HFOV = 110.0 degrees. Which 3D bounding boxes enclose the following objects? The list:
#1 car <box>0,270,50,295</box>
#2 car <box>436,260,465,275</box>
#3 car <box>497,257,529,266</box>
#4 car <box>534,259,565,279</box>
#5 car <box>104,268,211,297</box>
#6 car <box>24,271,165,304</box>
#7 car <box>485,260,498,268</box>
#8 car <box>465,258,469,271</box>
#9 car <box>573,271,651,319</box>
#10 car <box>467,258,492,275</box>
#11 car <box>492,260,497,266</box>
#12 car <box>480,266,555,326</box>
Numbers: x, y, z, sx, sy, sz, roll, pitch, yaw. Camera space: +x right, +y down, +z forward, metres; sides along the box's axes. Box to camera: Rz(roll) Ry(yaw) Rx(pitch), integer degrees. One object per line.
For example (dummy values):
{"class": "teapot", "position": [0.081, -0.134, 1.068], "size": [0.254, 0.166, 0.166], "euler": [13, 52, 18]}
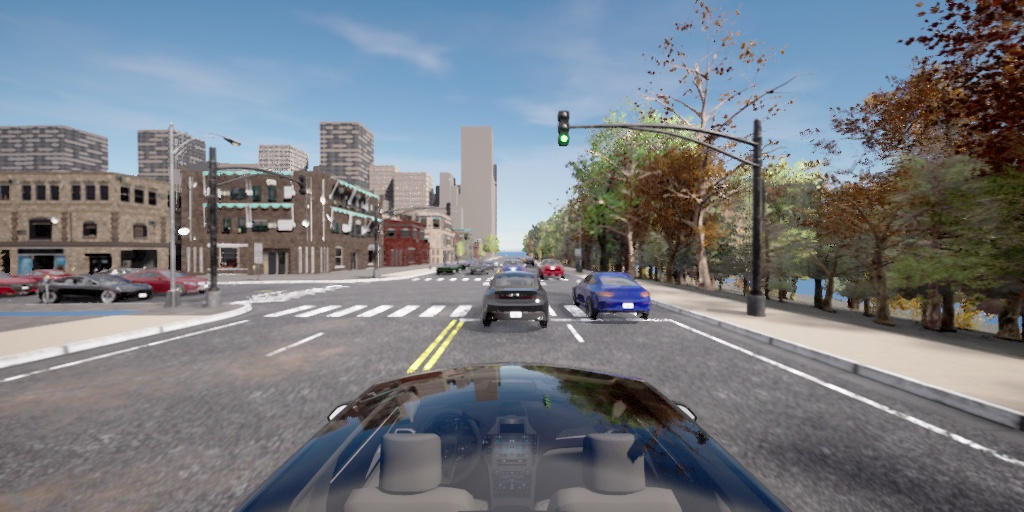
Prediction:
{"class": "car", "position": [-29.635, 1.539, 19.998], "size": [5.008, 1.535, 1.882], "euler": [-1, 1, 0]}
{"class": "car", "position": [-6.593, 1.300, 37.595], "size": [1.895, 1.301, 4.718], "euler": [0, 0, 3]}
{"class": "car", "position": [0.099, 1.063, 29.814], "size": [2.097, 1.767, 4.553], "euler": [0, 0, 0]}
{"class": "car", "position": [3.348, 1.060, 31.739], "size": [2.097, 1.767, 4.553], "euler": [0, 0, 0]}
{"class": "car", "position": [-19.405, 1.470, 19.991], "size": [4.674, 1.442, 1.812], "euler": [-1, 1, -1]}
{"class": "car", "position": [-19.948, 1.546, 17.280], "size": [4.313, 1.339, 1.948], "euler": [0, 0, 0]}
{"class": "car", "position": [-3.260, 1.268, 57.968], "size": [1.895, 1.301, 4.718], "euler": [0, 0, 0]}
{"class": "car", "position": [-6.581, 1.286, 46.765], "size": [1.895, 1.301, 4.718], "euler": [0, 0, 0]}
{"class": "car", "position": [3.348, 1.261, 12.633], "size": [1.812, 1.442, 4.674], "euler": [0, 0, 0]}
{"class": "car", "position": [-3.370, 1.203, 37.994], "size": [1.837, 1.490, 4.892], "euler": [0, 0, -2]}
{"class": "car", "position": [-3.329, 1.247, 47.951], "size": [1.994, 1.385, 4.181], "euler": [0, 0, 0]}
{"class": "car", "position": [0.098, 1.242, 11.533], "size": [1.837, 1.490, 4.892], "euler": [0, 0, 0]}
